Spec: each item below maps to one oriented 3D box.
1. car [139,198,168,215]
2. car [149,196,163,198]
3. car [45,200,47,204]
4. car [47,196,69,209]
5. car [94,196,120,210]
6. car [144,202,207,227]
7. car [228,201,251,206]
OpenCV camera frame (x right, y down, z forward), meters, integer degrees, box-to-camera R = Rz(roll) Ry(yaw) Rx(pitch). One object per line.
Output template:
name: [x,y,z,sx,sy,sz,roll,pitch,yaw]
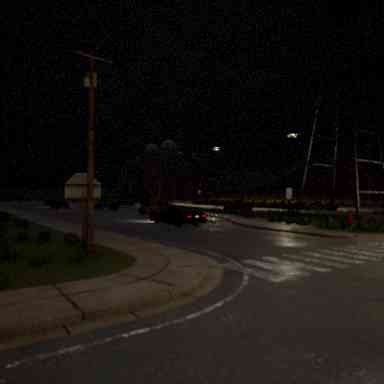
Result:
car: [-3.546,1.688,35.057,4.193,1.474,1.816,1,0,-36]
car: [-7.278,1.623,61.654,4.605,1.855,1.932,1,0,-36]
car: [-26.251,1.653,65.144,4.611,1.667,2.242,1,0,-36]
car: [-19.582,1.658,49.213,1.812,1.442,4.674,1,0,-37]
car: [-11.961,1.488,45.606,3.866,1.878,1.905,1,0,-36]
car: [-1.132,1.684,24.175,2.033,1.411,5.357,1,0,-36]
car: [6.134,1.837,43.614,3.905,1.438,1.784,1,0,-36]
